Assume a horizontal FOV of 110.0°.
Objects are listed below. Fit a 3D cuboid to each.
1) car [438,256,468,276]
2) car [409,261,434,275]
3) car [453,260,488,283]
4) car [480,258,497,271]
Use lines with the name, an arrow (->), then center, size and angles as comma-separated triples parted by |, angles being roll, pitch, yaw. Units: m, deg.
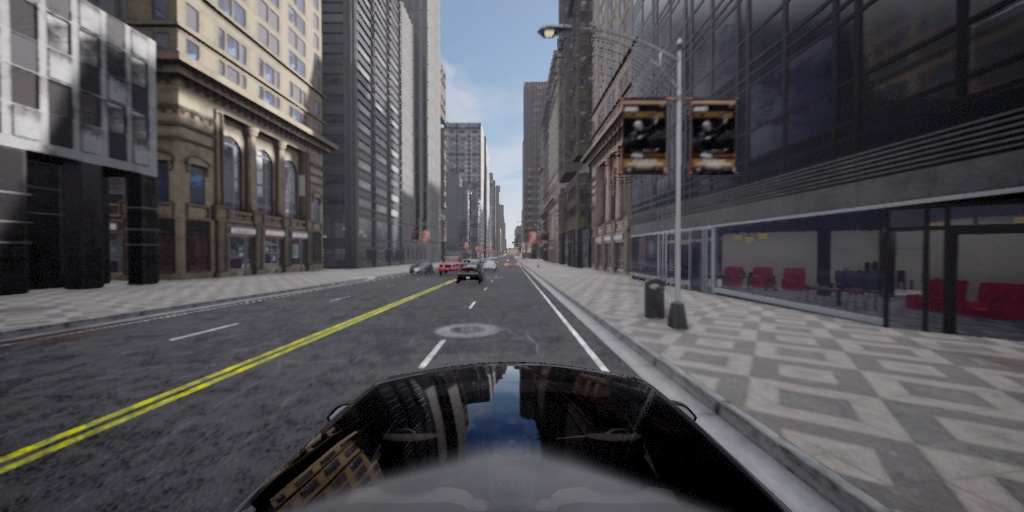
car -> -6.577, 1.036, 39.441 | 2.150, 2.045, 5.566 | 0, 0, 0
car -> -9.825, 1.307, 39.366 | 2.128, 1.511, 4.902 | 0, 0, 0
car -> -3.142, 1.290, 28.051 | 1.837, 1.490, 4.892 | 0, 0, 0
car -> -3.136, 1.362, 51.056 | 1.812, 1.442, 4.674 | 0, 0, 0
